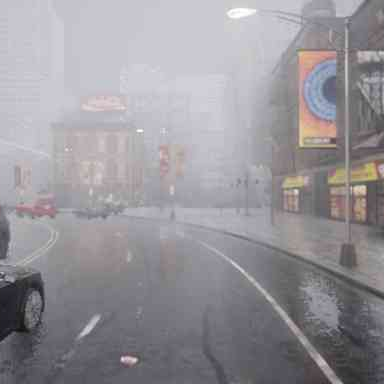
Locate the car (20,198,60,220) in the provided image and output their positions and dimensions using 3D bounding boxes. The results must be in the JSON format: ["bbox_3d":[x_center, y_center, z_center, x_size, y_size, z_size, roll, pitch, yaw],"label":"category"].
[{"bbox_3d":[-15.579,1.638,33.220,5.566,2.045,2.150,0,-1,45],"label":"car"}]

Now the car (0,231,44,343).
[{"bbox_3d":[-3.491,1.545,4.016,2.128,1.511,4.902,0,-1,-2],"label":"car"}]

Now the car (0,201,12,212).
[{"bbox_3d":[-29.345,2.136,49.360,4.674,1.452,2.002,0,-1,20],"label":"car"}]

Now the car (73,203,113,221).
[{"bbox_3d":[-9.815,2.001,32.062,1.895,1.301,4.718,1,-1,-39],"label":"car"}]

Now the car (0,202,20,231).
[{"bbox_3d":[-7.554,1.352,10.207,2.150,2.045,5.566,0,-1,-8],"label":"car"}]

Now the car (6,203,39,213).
[{"bbox_3d":[-24.038,2.184,47.198,4.718,1.301,1.895,0,-1,30],"label":"car"}]

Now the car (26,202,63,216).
[{"bbox_3d":[-17.534,1.997,39.364,4.892,1.490,1.837,0,-1,37],"label":"car"}]
